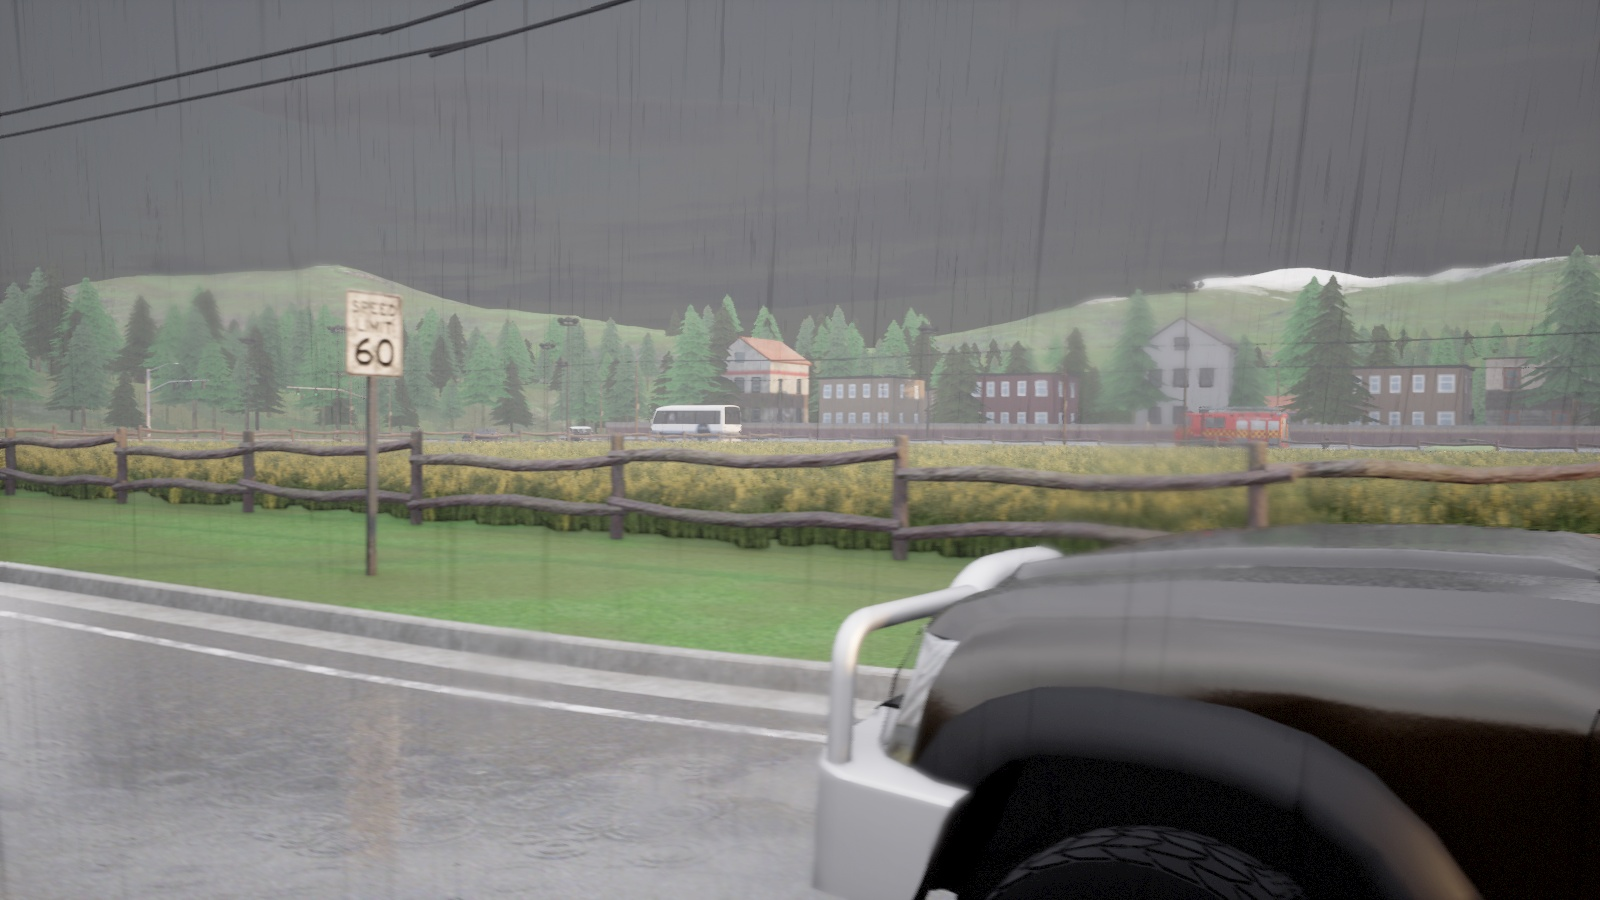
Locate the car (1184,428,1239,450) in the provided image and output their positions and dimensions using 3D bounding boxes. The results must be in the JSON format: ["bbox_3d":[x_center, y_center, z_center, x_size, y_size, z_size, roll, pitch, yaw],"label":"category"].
[{"bbox_3d":[30.005,-0.813,91.640,3.705,1.549,1.789,0,1,22],"label":"car"}]

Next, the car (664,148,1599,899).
[{"bbox_3d":[2.174,0.498,2.176,4.605,1.855,1.932,0,1,34],"label":"car"}]

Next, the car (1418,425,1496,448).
[{"bbox_3d":[44.723,-0.894,85.519,4.514,1.525,2.007,0,1,34],"label":"car"}]
